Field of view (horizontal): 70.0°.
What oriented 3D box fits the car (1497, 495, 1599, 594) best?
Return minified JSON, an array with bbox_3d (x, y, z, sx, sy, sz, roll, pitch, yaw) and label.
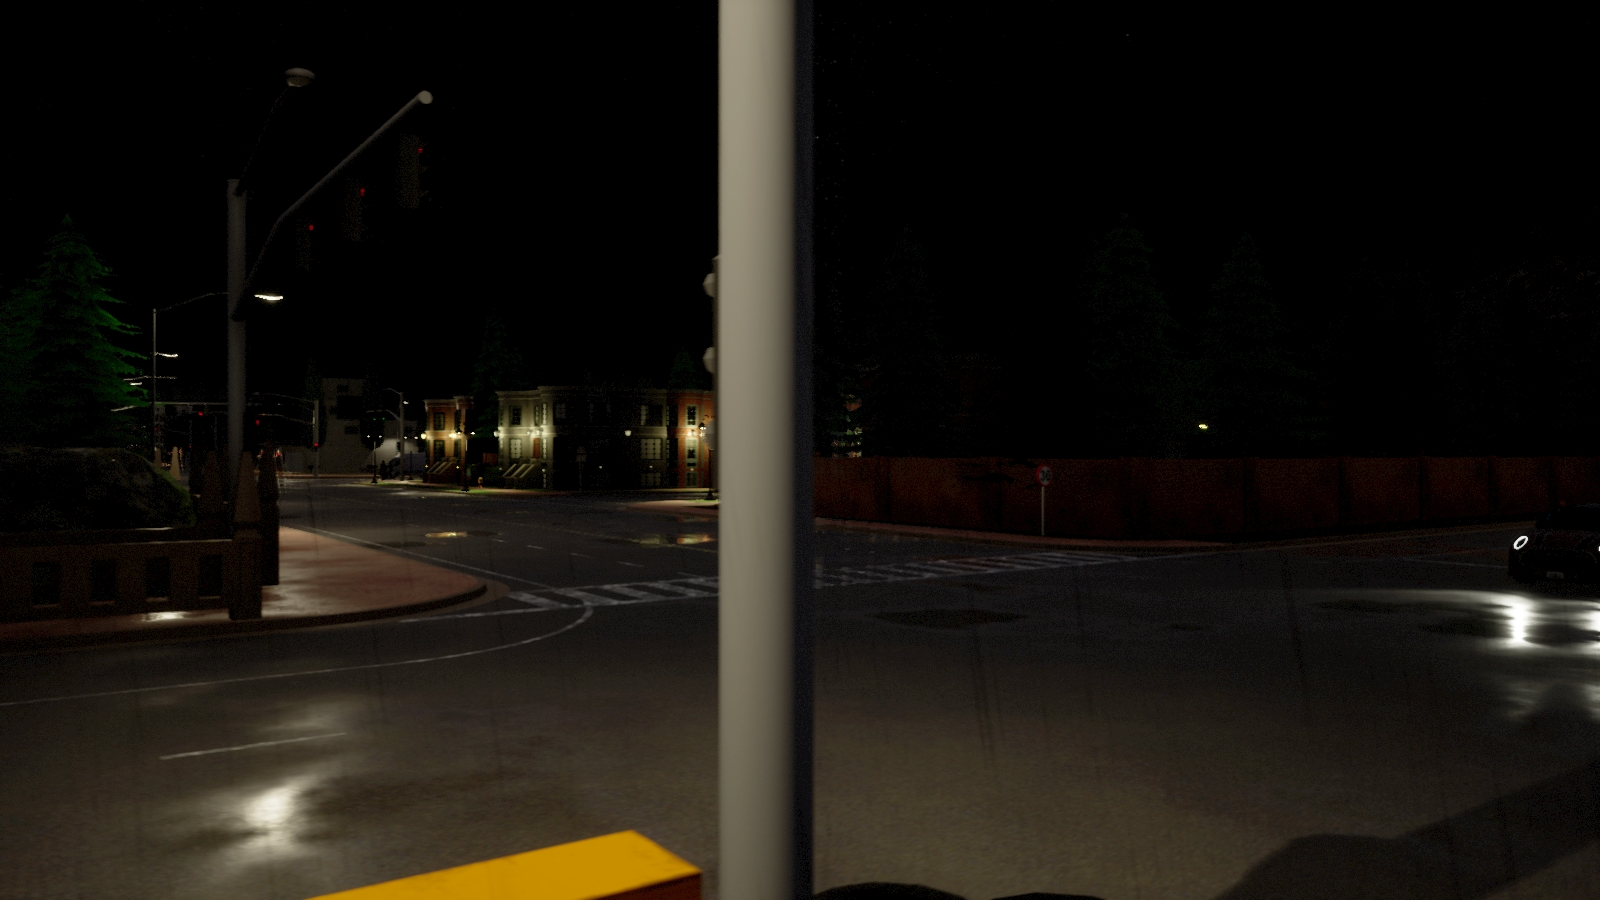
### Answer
[{"bbox_3d":[16.964,1.927,24.221,4.553,1.767,2.097,0,0,-35],"label":"car"}]
